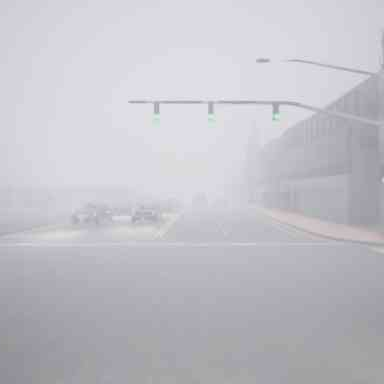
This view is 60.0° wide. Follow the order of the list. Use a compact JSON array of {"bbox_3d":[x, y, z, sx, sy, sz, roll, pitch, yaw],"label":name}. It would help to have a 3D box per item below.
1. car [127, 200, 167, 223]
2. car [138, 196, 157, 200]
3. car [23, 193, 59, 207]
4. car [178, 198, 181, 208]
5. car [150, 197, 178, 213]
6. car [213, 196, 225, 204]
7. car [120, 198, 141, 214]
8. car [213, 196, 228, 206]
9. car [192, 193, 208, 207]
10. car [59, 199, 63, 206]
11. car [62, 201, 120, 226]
[{"bbox_3d":[-3.342,1.575,25.496,1.895,1.301,4.718,0,0,2],"label":"car"},{"bbox_3d":[-6.200,1.308,42.354,2.097,1.767,4.553,0,0,2],"label":"car"},{"bbox_3d":[-20.903,1.110,45.688,3.866,1.878,1.905,0,0,1],"label":"car"},{"bbox_3d":[-2.558,1.457,45.837,1.837,1.490,4.892,0,0,2],"label":"car"},{"bbox_3d":[-2.990,1.527,35.552,1.994,1.385,4.181,0,0,2],"label":"car"},{"bbox_3d":[5.063,1.498,63.060,1.994,1.385,4.181,0,0,2],"label":"car"},{"bbox_3d":[-6.620,1.531,32.347,1.994,1.385,4.181,0,0,2],"label":"car"},{"bbox_3d":[4.713,1.508,53.272,1.994,1.385,4.181,0,0,2],"label":"car"},{"bbox_3d":[1.244,1.167,51.347,2.150,2.045,5.566,0,0,2],"label":"car"},{"bbox_3d":[-20.863,1.346,48.583,3.806,1.475,1.970,0,0,1],"label":"car"},{"bbox_3d":[-6.901,1.468,23.438,2.128,1.511,4.902,0,0,2],"label":"car"}]
